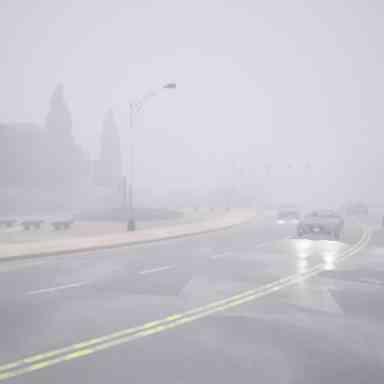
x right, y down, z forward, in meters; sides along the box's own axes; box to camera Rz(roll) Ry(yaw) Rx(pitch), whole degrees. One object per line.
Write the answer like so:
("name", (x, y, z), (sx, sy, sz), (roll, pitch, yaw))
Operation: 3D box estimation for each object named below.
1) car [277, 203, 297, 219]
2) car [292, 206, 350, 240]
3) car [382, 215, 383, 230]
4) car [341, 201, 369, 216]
("car", (8.949, 1.699, 31.040), (2.033, 1.411, 5.357), (0, 0, 13))
("car", (6.995, 1.641, 17.758), (1.994, 1.385, 4.181), (0, 0, 30))
("car", (11.604, 1.653, 18.368), (1.895, 1.301, 4.718), (-1, 0, 28))
("car", (16.592, 1.615, 34.196), (2.128, 1.511, 4.902), (0, -1, 12))
